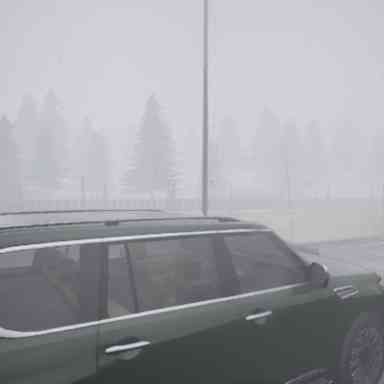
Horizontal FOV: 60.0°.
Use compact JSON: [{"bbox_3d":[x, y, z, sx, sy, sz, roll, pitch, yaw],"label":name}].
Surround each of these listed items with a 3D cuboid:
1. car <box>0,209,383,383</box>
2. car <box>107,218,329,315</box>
[{"bbox_3d":[-0.124,1.214,3.519,5.566,2.045,2.150,0,0,-34],"label":"car"},{"bbox_3d":[0.822,1.537,8.295,5.357,1.411,2.033,0,0,-31],"label":"car"}]
